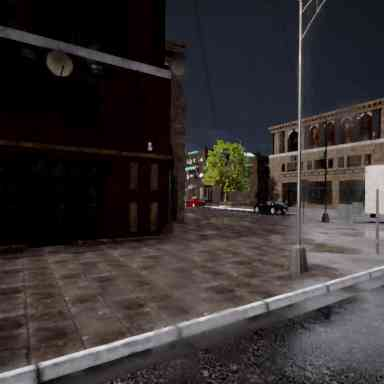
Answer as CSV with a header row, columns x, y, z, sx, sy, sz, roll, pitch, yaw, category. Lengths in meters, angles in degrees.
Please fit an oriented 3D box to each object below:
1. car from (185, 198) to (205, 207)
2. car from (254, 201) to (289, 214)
x,y,z,sx,sy,sz,roll,pitch,yaw,category
0.403,1.621,51.447,1.887,1.381,4.507,1,-1,-27,car
8.482,1.624,35.972,2.008,1.369,4.403,1,-1,-27,car
